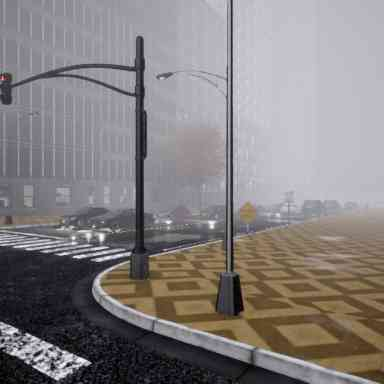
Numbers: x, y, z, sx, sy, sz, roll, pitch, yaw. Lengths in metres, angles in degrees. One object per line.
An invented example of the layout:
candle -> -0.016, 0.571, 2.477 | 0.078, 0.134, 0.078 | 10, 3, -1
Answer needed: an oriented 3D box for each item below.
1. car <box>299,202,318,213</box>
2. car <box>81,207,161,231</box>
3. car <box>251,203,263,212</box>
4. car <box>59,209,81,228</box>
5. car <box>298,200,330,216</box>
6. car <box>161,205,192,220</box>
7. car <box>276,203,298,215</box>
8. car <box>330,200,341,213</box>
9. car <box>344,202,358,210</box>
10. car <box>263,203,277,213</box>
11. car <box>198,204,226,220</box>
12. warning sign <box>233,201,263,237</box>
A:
car -> 19.193, 2.506, 54.725 | 1.882, 1.535, 5.008 | 0, -1, 33
car -> -4.869, 1.874, 23.641 | 2.033, 1.411, 5.357 | 0, -1, 33
car -> 10.065, 2.467, 52.612 | 1.994, 1.385, 4.181 | 0, -1, 33
car -> -7.736, 1.844, 25.179 | 1.812, 1.442, 4.674 | 0, -1, 31
car -> 16.144, 2.062, 43.828 | 2.150, 2.045, 5.566 | 0, -1, 33
car -> -1.789, 2.041, 34.398 | 1.812, 1.442, 4.674 | 0, -1, 33
car -> 13.634, 2.372, 46.035 | 1.812, 1.442, 4.674 | 0, -1, 33
car -> 22.401, 2.267, 53.517 | 2.150, 2.045, 5.566 | 0, -1, 33
car -> 31.498, 2.662, 65.692 | 2.097, 1.767, 4.553 | 0, -1, 33
car -> 13.158, 2.444, 51.395 | 1.812, 1.442, 4.674 | 0, -1, 33
car -> 2.499, 2.073, 35.045 | 1.837, 1.490, 4.892 | 0, -1, 33
warning sign -> 3.122, 1.454, 18.564 | 1.300, 1.860, 1.060 | 1, 1, 33
